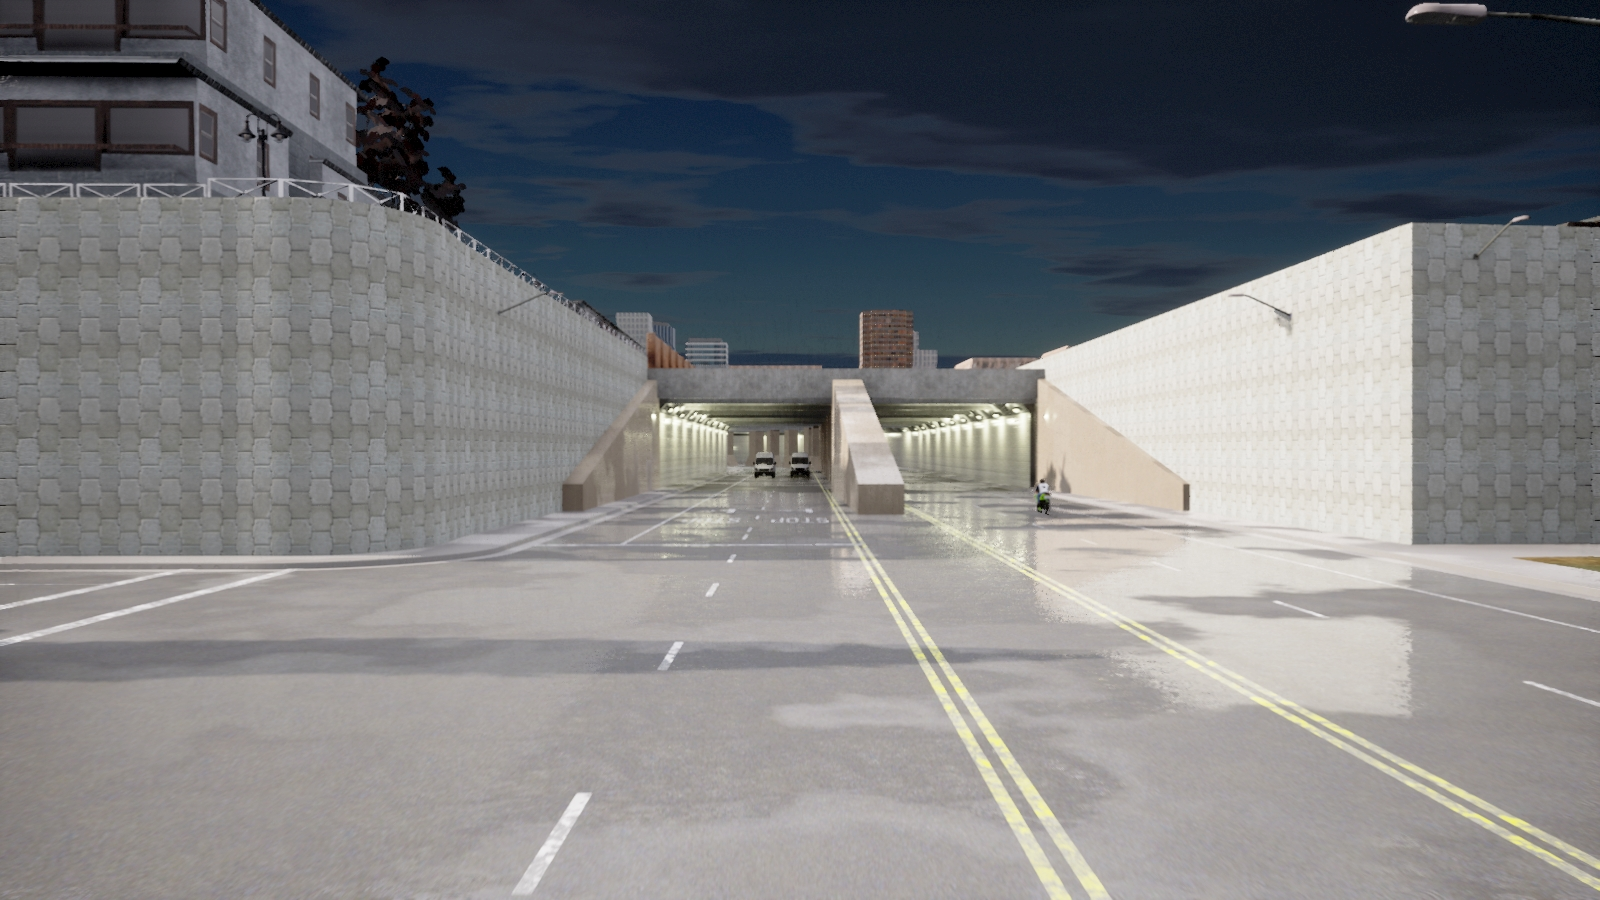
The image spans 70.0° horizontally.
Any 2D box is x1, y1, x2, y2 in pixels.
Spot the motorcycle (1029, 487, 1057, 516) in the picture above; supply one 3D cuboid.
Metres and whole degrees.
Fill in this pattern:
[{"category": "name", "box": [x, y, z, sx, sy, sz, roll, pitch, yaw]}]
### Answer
[{"category": "motorcycle", "box": [10.482, 2.203, 49.377, 0.803, 1.145, 2.033, 0, 0, 0]}]
